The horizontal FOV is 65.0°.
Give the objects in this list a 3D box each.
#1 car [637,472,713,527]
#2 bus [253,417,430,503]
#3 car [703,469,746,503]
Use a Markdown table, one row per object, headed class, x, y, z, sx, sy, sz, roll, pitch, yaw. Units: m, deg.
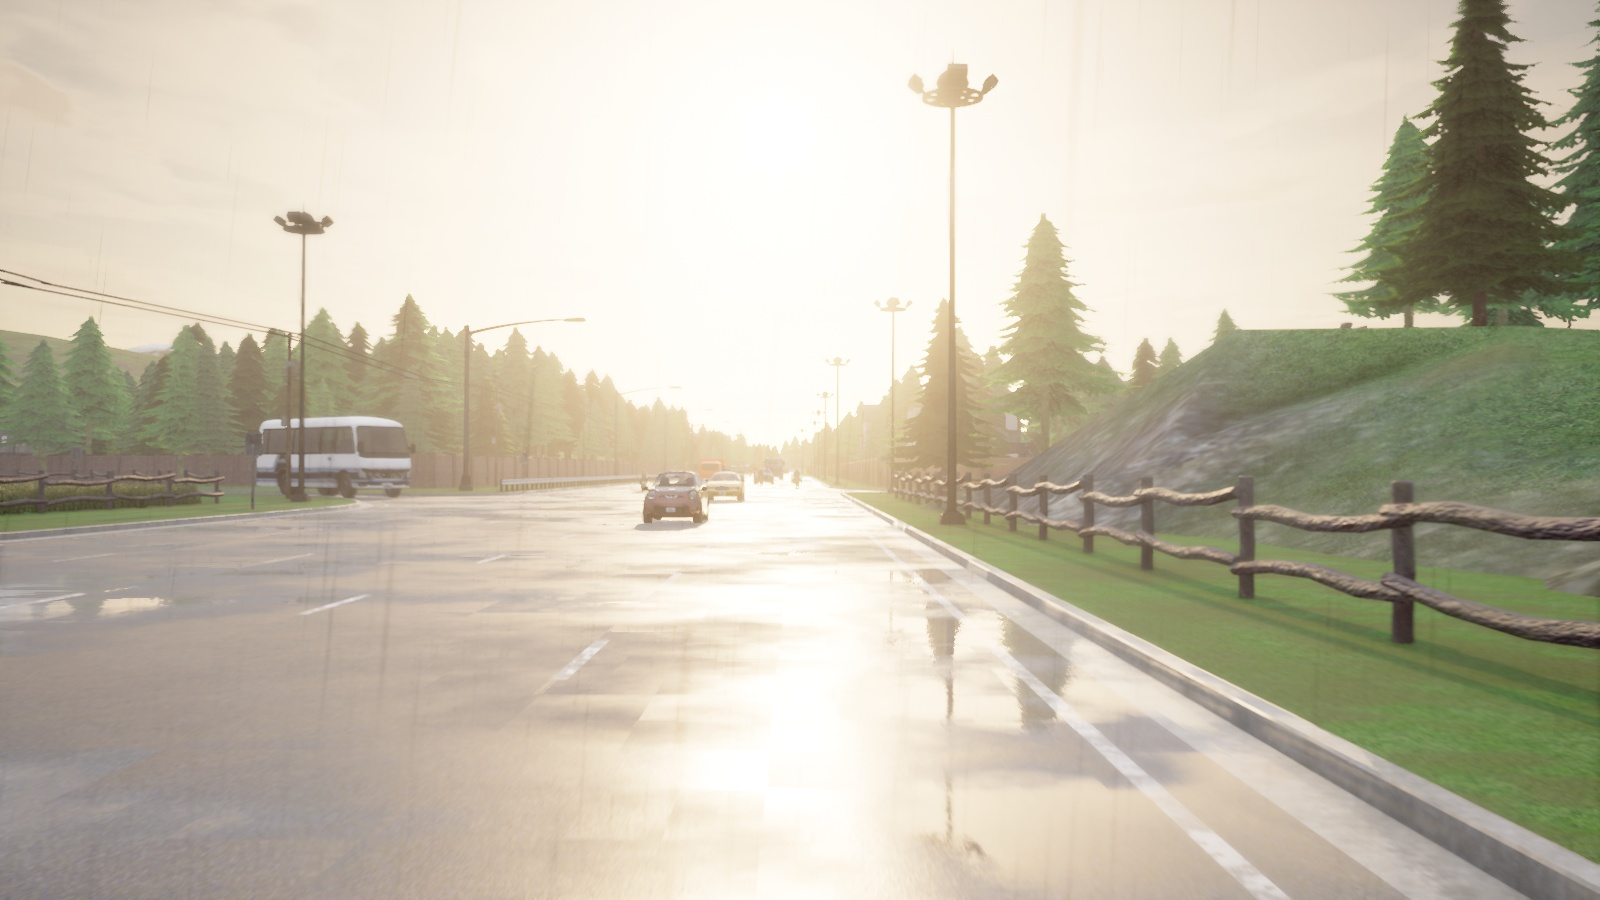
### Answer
| class | x | y | z | sx | sy | sz | roll | pitch | yaw |
| --- | --- | --- | --- | --- | --- | --- | --- | --- | --- |
| car | -3.589 | 1.410 | 36.653 | 1.845 | 1.501 | 3.633 | 0 | -1 | 0 |
| bus | -24.609 | 0.578 | 67.061 | 10.273 | 4.253 | 3.944 | -1 | -1 | 37 |
| car | -3.650 | 1.727 | 61.737 | 1.801 | 1.575 | 5.366 | 0 | -1 | 0 |
